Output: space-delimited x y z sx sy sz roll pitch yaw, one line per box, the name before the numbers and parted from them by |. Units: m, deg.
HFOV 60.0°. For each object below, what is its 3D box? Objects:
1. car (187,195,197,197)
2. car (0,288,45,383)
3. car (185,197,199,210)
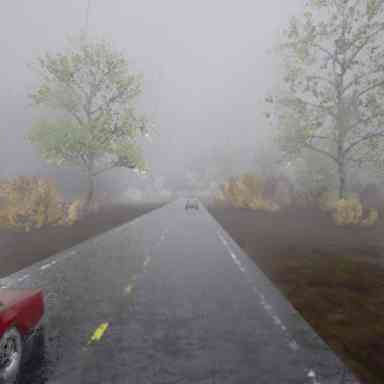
car | -0.005 1.450 56.495 2.150 2.045 5.566 0 0 0
car | -3.087 1.613 2.640 1.895 1.301 4.718 0 0 0
car | -0.004 1.736 46.043 2.033 1.411 5.357 0 0 0
